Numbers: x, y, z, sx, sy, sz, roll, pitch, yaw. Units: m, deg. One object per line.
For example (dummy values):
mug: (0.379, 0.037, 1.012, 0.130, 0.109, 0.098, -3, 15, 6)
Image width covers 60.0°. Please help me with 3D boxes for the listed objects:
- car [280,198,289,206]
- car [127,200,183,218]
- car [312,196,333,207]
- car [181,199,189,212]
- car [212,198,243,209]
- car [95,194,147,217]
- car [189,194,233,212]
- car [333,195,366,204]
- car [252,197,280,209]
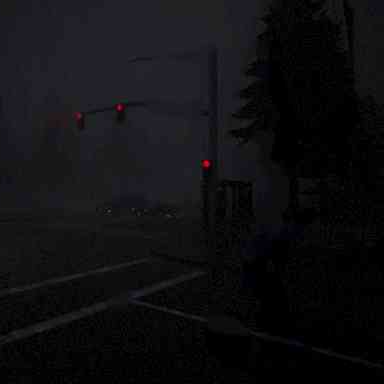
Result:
car: (13.278, 1.556, 53.270, 5.357, 1.411, 2.033, 0, 0, -32)
car: (-3.277, 1.611, 30.311, 1.895, 1.301, 4.718, 0, 0, 36)
car: (19.804, 1.334, 48.719, 4.553, 1.767, 2.097, 0, 0, -28)
car: (-0.817, 1.546, 39.495, 1.812, 1.442, 4.674, 0, 0, 37)
car: (5.045, 1.544, 46.473, 4.674, 1.442, 1.812, 0, 0, -45)
car: (-6.517, 1.243, 31.796, 2.150, 2.045, 5.566, 0, 0, 36)
car: (2.485, 1.231, 38.181, 2.150, 2.045, 5.566, 0, 0, 37)
car: (22.359, 1.323, 46.053, 4.553, 1.767, 2.097, 0, 0, -28)
car: (9.409, 1.553, 45.970, 5.357, 1.411, 2.033, 0, 0, -42)
